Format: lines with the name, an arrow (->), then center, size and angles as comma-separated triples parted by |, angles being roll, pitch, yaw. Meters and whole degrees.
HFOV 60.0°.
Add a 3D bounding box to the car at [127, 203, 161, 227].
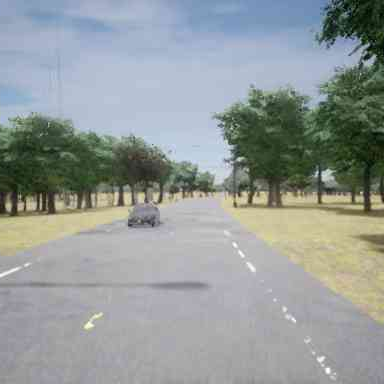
car -> -3.282, 1.599, 23.495 | 1.837, 1.490, 4.892 | 0, -1, 2
